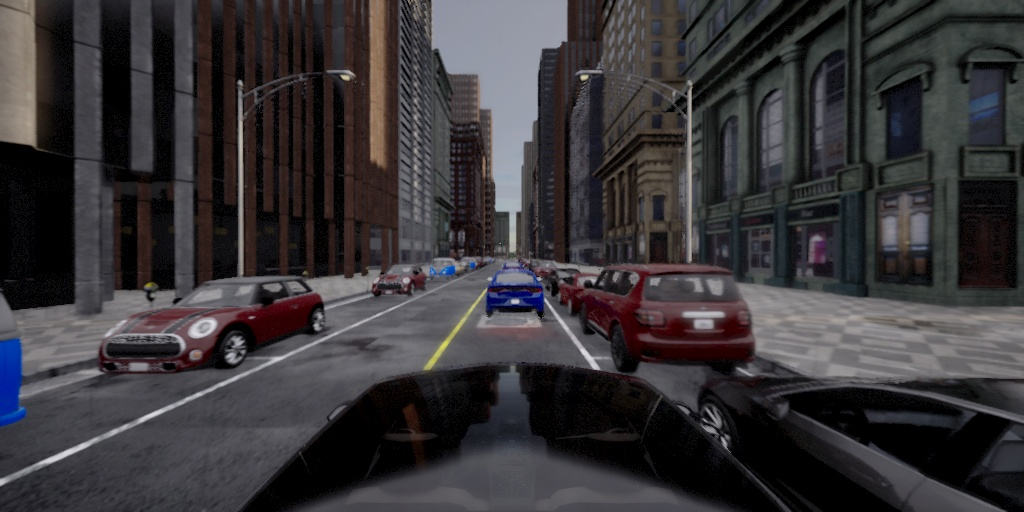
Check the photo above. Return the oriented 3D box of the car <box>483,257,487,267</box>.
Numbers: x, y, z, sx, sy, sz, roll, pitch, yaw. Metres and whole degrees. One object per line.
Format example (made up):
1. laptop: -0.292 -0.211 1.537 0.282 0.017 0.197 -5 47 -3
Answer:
1. car: -5.777 1.022 58.261 2.192 1.841 5.009 0 0 0

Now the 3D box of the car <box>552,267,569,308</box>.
1. car: 2.759 1.284 13.179 1.888 1.381 4.507 0 0 0

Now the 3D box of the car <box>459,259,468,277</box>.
1. car: -5.771 1.245 35.545 1.751 1.417 4.829 0 0 0

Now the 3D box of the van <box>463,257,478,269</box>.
1. van: -5.774 1.053 46.987 1.690 1.789 3.998 0 0 0

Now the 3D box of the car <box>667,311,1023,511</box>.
1. car: 2.762 1.316 1.906 1.948 1.339 4.313 0 0 0

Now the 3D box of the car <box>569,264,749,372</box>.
1. car: 2.761 1.059 7.543 2.192 1.841 5.009 0 0 0

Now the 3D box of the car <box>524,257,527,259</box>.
1. car: 2.748 1.289 58.269 1.802 1.307 4.207 0 0 0

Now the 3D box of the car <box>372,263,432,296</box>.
1. car: -5.767 1.174 18.805 1.967 1.591 4.097 0 0 0

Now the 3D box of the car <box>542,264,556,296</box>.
1. car: 2.758 1.300 18.815 1.948 1.339 4.313 0 0 0

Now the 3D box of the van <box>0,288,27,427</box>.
1. van: -5.763 1.091 1.895 1.690 1.789 3.998 0 0 0

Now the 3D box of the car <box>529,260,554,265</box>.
1. car: 2.755 1.164 30.087 1.967 1.591 4.097 0 0 0

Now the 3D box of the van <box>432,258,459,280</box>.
1. van: -5.770 1.064 30.078 1.690 1.789 3.998 0 0 0

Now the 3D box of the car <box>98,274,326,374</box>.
1. car: -5.765 1.184 7.531 1.967 1.591 4.097 0 0 0

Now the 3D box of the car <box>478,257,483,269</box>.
1. car: -5.775 1.150 52.623 1.967 1.591 4.097 0 0 0

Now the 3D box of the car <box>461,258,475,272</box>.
1. car: -5.773 1.266 41.350 2.007 1.370 4.403 0 0 0

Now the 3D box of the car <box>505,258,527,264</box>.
1. car: 0.093 1.201 31.116 1.882 1.535 5.008 0 0 0

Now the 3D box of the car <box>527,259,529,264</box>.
1. car: 2.752 1.282 41.359 1.948 1.339 4.313 0 0 0

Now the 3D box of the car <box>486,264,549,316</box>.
1. car: 0.097 1.217 13.245 1.882 1.535 5.008 0 0 0
